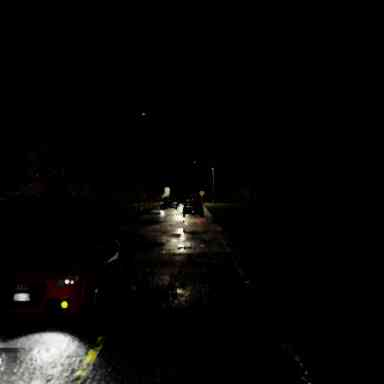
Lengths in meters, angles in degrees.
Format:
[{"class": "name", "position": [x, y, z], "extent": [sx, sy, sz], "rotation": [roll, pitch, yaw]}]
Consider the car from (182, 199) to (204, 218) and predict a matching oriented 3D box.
[{"class": "car", "position": [0.097, 1.467, 30.361], "extent": [2.128, 1.511, 4.902], "rotation": [0, 0, 1]}]

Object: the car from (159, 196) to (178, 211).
[{"class": "car", "position": [-2.794, 1.314, 41.004], "extent": [2.097, 1.767, 4.553], "rotation": [0, 0, 0]}]

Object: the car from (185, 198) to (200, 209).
[{"class": "car", "position": [0.109, 1.558, 44.691], "extent": [1.895, 1.301, 4.718], "rotation": [0, 0, 0]}]

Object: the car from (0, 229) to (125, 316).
[{"class": "car", "position": [-2.838, 1.558, 7.539], "extent": [1.994, 1.385, 4.181], "rotation": [0, 0, 0]}]
